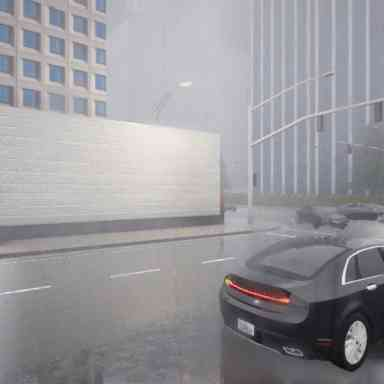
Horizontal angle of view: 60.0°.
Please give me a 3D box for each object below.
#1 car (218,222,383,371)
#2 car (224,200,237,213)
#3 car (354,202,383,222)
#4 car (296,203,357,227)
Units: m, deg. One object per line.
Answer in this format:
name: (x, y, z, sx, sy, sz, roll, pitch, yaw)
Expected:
car: (2.683, 1.505, 5.713, 4.892, 1.490, 1.837, 0, 0, -35)
car: (3.149, 1.581, 38.299, 1.812, 1.442, 4.674, 0, 0, -36)
car: (12.953, 1.525, 24.591, 2.128, 1.511, 4.902, 0, 0, -36)
car: (8.255, 1.538, 21.454, 1.837, 1.490, 4.892, 2, -1, -2)
